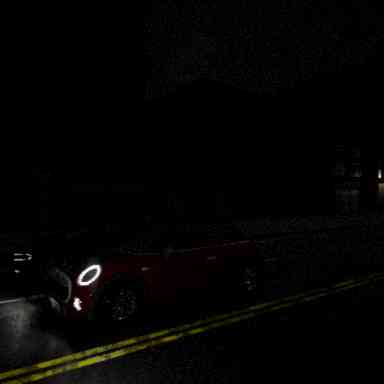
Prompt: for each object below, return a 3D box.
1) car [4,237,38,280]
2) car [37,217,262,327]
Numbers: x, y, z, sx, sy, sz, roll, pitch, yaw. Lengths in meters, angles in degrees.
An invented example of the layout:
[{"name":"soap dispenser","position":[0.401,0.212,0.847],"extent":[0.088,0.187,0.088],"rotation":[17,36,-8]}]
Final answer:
[{"name":"car","position":[-2.663,1.514,9.773],"extent":[5.008,1.535,1.882],"rotation":[1,0,-36]},{"name":"car","position":[-0.628,1.391,7.232],"extent":[4.553,1.767,2.097],"rotation":[1,0,-36]}]
